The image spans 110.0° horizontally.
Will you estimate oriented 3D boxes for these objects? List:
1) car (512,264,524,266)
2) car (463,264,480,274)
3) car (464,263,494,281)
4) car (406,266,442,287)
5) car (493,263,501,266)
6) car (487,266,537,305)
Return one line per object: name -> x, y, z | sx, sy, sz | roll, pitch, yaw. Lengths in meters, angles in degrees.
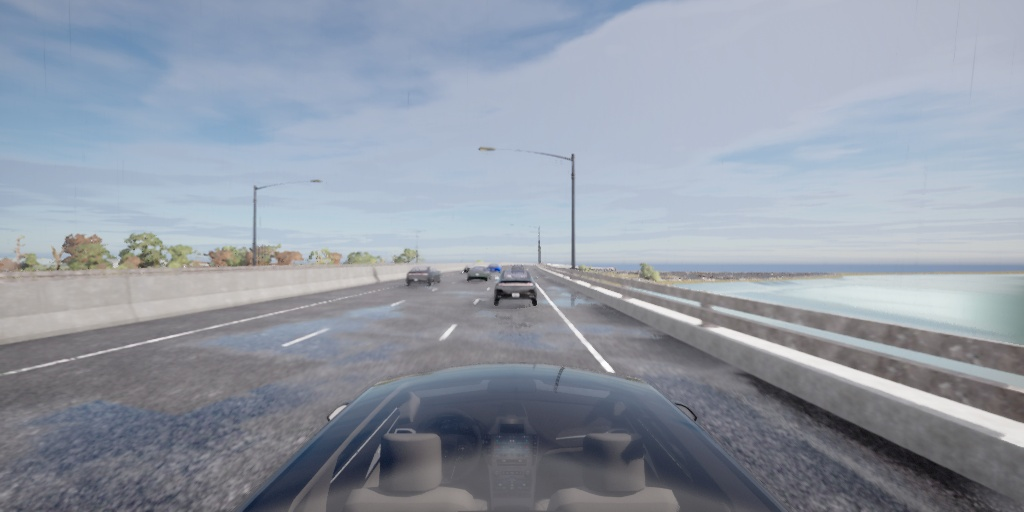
car -> 0.925, 1.914, 55.321 | 1.994, 1.385, 4.181 | 0, -1, 2
car -> -6.100, 1.940, 54.630 | 1.895, 1.301, 4.718 | 0, -1, 2
car -> -3.093, 1.664, 34.442 | 1.994, 1.385, 4.181 | 0, -1, 1
car -> -6.707, 1.515, 27.716 | 2.128, 1.511, 4.902 | 0, -1, 1
car -> -2.640, 1.799, 53.152 | 1.882, 1.535, 5.008 | 0, -1, 2
car -> 0.170, 1.405, 17.121 | 2.128, 1.511, 4.902 | 0, -1, 0
